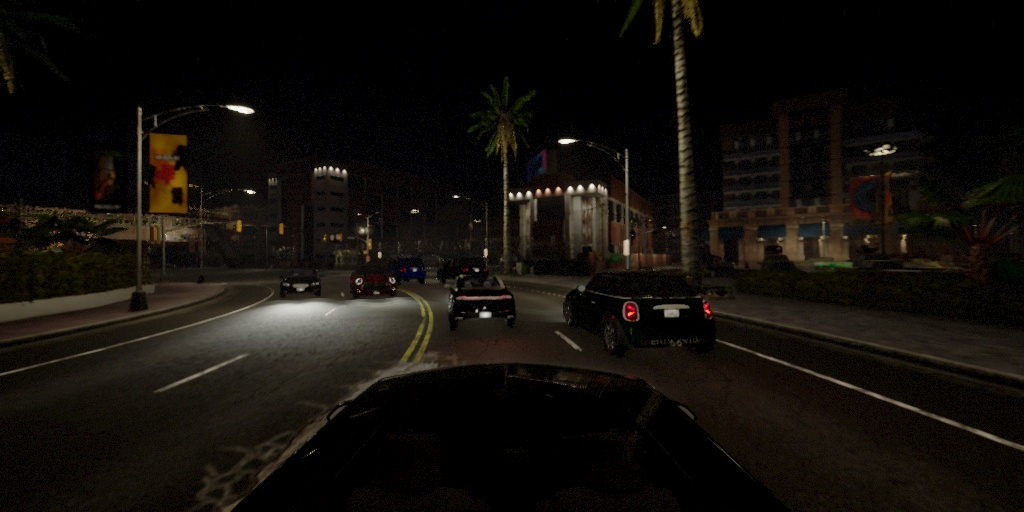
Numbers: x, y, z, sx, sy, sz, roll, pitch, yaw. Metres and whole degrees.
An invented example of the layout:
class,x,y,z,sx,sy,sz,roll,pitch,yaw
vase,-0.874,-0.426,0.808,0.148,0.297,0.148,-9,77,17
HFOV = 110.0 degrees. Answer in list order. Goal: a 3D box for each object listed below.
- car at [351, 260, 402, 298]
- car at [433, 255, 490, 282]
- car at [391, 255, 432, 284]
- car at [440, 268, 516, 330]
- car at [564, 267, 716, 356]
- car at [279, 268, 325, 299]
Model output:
class,x,y,z,sx,sy,sz,roll,pitch,yaw
car,-7.654,1.251,19.702,2.097,1.767,4.553,0,0,-26
car,-3.913,1.146,27.801,2.150,2.045,5.566,0,-1,-32
car,-8.769,1.181,28.768,2.150,2.045,5.566,0,-1,-36
car,-1.129,1.305,11.533,2.128,1.511,4.902,0,0,-11
car,2.798,1.127,8.953,2.097,1.767,4.553,0,0,-7
car,-11.595,1.418,19.893,2.128,1.511,4.902,0,-1,-28
